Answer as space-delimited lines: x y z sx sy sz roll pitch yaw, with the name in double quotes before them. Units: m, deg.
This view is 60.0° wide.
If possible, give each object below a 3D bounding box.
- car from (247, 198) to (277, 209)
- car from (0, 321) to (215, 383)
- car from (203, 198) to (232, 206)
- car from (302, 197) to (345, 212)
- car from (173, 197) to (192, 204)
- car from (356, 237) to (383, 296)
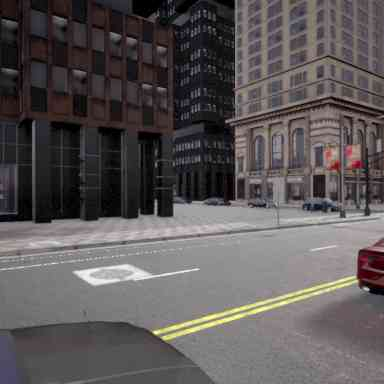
"car" 9.688 1.526 45.386 2.128 1.511 4.902 0 0 -35
"car" -2.306 1.548 1.799 5.357 1.411 2.033 0 0 -35
"car" 3.995 1.594 53.451 2.033 1.411 5.357 0 0 -35
"car" 14.966 1.376 37.922 2.097 1.767 4.553 0 0 -35
"car" -2.118 1.608 62.157 2.033 1.411 5.357 0 0 -35
"car" 5.708 1.477 7.516 5.008 1.535 1.882 0 0 -36
